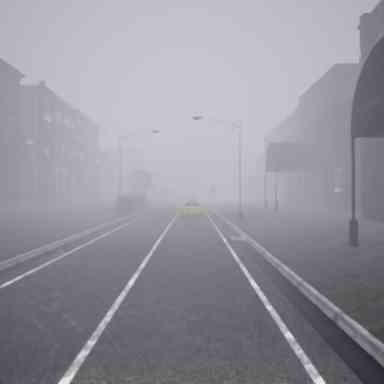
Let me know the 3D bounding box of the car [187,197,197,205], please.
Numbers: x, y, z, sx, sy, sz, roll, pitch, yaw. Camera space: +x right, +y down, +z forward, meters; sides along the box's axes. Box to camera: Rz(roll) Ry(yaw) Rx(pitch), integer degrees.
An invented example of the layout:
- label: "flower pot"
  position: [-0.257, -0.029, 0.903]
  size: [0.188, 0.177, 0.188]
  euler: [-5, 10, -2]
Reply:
- label: "car"
  position: [0.015, 1.606, 61.164]
  size: [1.837, 1.490, 4.892]
  euler: [0, -1, 0]

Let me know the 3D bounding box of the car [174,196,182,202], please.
- label: "car"
  position: [-2.984, 1.559, 75.054]
  size: [1.895, 1.301, 4.718]
  euler: [0, 0, 0]

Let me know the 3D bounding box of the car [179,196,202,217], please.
- label: "car"
  position: [0.011, 1.488, 30.646]
  size: [1.801, 1.575, 5.366]
  euler: [0, 0, 0]
